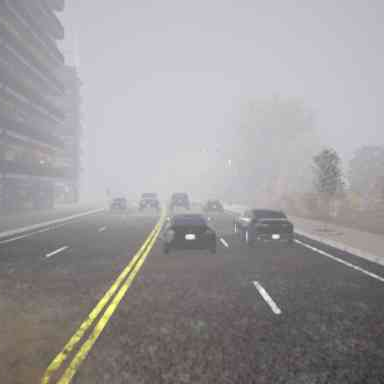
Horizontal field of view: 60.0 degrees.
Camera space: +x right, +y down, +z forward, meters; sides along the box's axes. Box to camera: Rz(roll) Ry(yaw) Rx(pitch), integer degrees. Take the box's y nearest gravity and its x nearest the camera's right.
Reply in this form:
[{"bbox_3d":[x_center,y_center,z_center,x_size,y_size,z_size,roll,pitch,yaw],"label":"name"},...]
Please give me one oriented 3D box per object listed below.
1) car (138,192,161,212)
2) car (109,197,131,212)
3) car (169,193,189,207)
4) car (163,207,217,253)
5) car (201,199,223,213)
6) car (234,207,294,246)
[{"bbox_3d":[-4.690,1.007,37.065,2.150,2.045,5.566,0,0,-4],"label":"car"},{"bbox_3d":[-7.932,1.278,36.848,1.882,1.535,5.008,0,0,-4],"label":"car"},{"bbox_3d":[-1.520,1.075,39.344,2.150,2.045,5.566,0,0,-5],"label":"car"},{"bbox_3d":[-0.122,1.516,13.493,1.994,1.385,4.181,0,0,-2],"label":"car"},{"bbox_3d":[2.063,1.428,34.908,1.994,1.385,4.181,0,0,-4],"label":"car"},{"bbox_3d":[3.091,1.443,14.997,1.837,1.490,4.892,0,0,-2],"label":"car"}]
